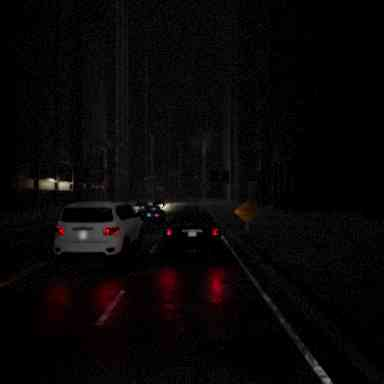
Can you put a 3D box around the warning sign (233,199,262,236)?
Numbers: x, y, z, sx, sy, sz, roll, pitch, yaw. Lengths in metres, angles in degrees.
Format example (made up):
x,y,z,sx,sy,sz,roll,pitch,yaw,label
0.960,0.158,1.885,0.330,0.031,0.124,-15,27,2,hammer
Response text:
x,y,z,sx,sy,sz,roll,pitch,yaw,label
2.857,1.285,17.253,1.300,1.860,1.060,0,0,0,warning sign

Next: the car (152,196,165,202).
x,y,z,sx,sy,sz,roll,pitch,yaw,label
-6.489,1.864,64.953,2.150,2.045,5.566,0,0,0,car

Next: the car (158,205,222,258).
x,y,z,sx,sy,sz,roll,pitch,yaw,label
0.023,1.483,13.439,2.097,1.767,4.553,0,-1,0,car

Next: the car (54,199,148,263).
x,y,z,sx,sy,sz,roll,pitch,yaw,label
-3.237,1.349,12.595,2.150,2.045,5.566,0,0,0,car

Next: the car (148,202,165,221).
x,y,z,sx,sy,sz,roll,pitch,yaw,label
-3.232,1.819,27.536,2.033,1.411,5.357,0,-1,0,car

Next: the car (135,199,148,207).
x,y,z,sx,sy,sz,roll,pitch,yaw,label
-9.737,2.167,64.927,1.812,1.442,4.674,0,0,0,car
